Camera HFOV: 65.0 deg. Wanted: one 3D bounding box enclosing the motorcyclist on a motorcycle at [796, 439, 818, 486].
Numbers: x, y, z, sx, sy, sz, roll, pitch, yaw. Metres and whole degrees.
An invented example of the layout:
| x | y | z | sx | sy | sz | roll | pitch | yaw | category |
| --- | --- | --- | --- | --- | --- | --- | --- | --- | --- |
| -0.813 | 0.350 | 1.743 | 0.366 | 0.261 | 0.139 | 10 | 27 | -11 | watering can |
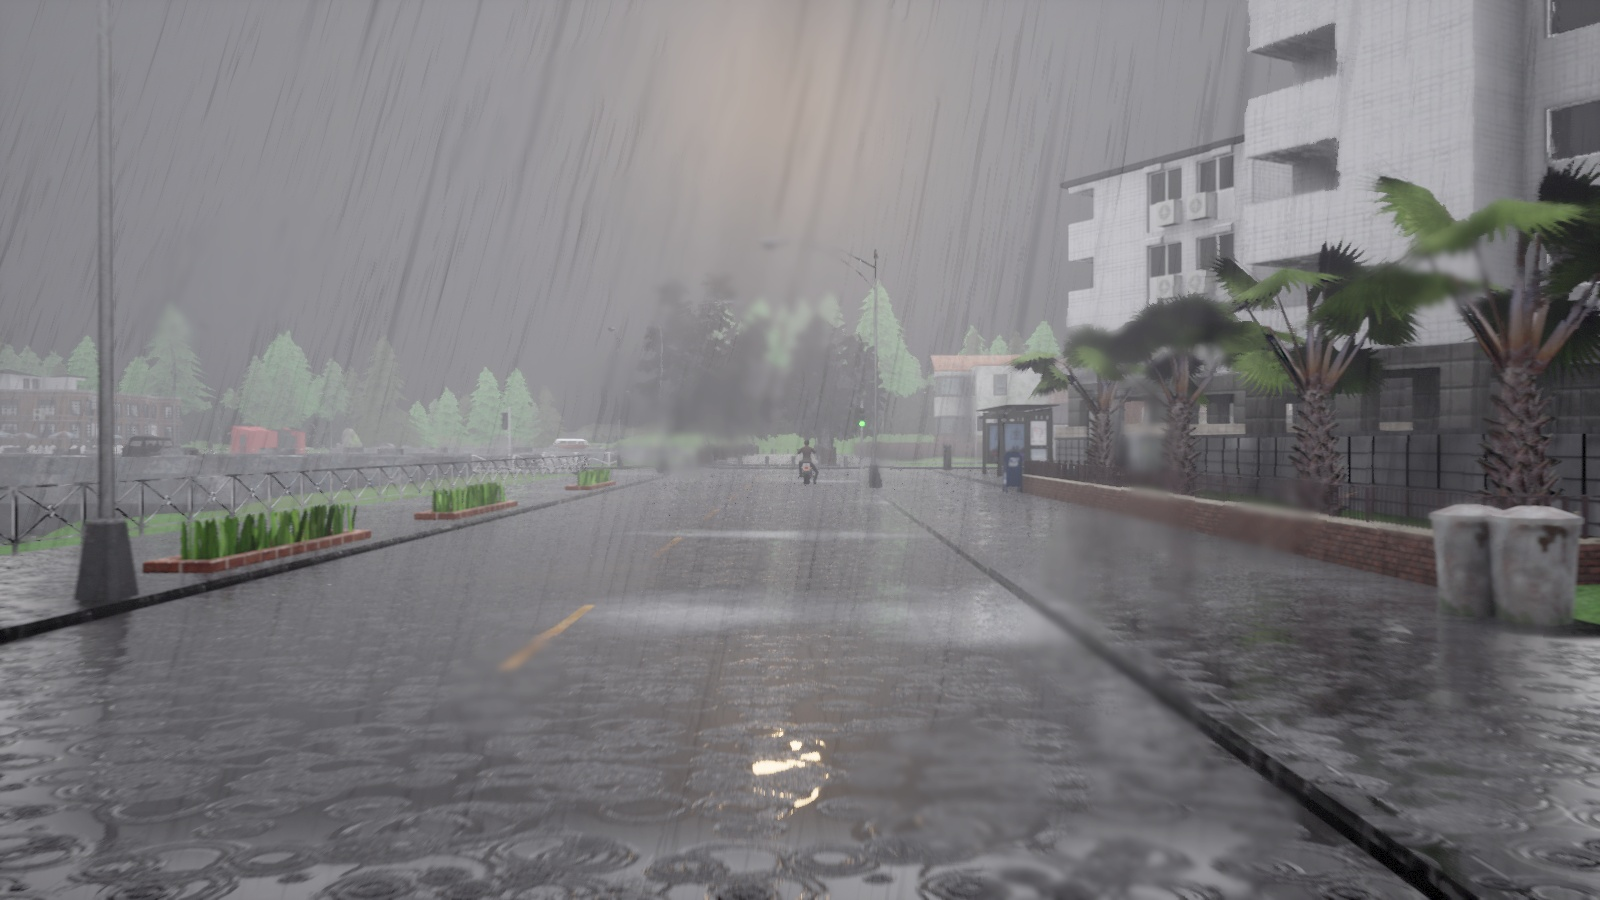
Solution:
| x | y | z | sx | sy | sz | roll | pitch | yaw | category |
| --- | --- | --- | --- | --- | --- | --- | --- | --- | --- |
| 0.253 | 0.440 | 45.597 | 0.766 | 1.649 | 2.350 | 0 | 0 | 1 | motorcyclist on a motorcycle |

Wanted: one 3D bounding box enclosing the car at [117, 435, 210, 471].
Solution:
| x | y | z | sx | sy | sz | roll | pitch | yaw | category |
| --- | --- | --- | --- | --- | --- | --- | --- | --- | --- |
| -33.168 | 0.146 | 65.529 | 3.866 | 1.878 | 1.905 | 0 | 0 | 0 | car |
